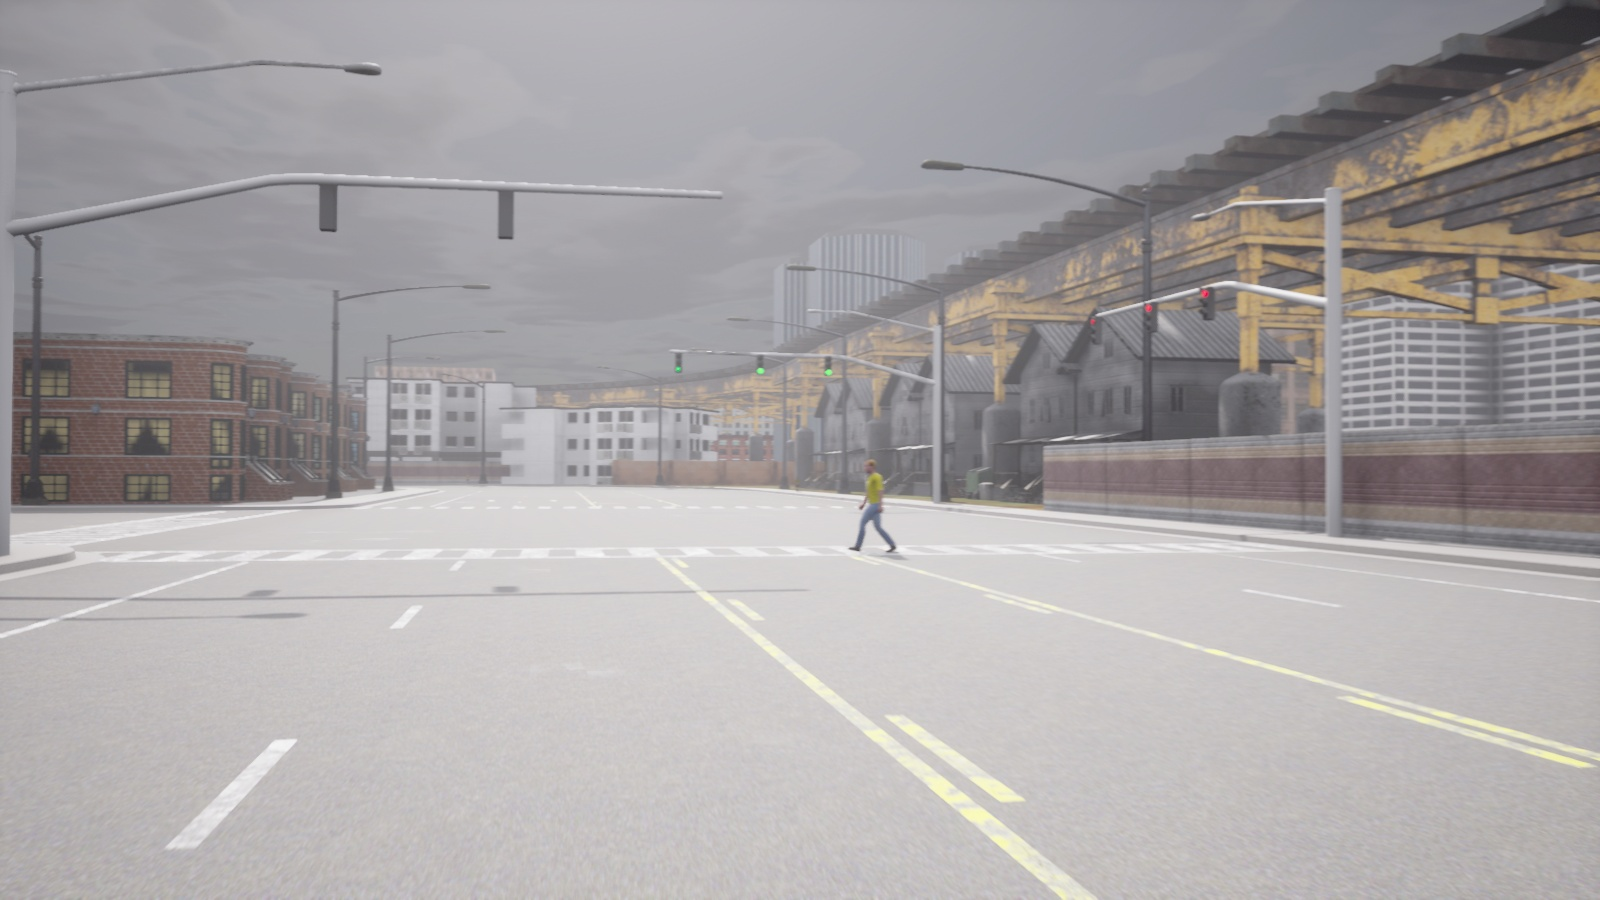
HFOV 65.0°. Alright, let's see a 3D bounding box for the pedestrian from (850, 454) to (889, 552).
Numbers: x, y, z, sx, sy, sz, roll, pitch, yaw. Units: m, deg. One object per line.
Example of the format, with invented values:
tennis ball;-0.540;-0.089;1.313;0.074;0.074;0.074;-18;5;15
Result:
pedestrian;1.319;0.999;23.906;0.706;1.836;0.354;0;-1;-3
